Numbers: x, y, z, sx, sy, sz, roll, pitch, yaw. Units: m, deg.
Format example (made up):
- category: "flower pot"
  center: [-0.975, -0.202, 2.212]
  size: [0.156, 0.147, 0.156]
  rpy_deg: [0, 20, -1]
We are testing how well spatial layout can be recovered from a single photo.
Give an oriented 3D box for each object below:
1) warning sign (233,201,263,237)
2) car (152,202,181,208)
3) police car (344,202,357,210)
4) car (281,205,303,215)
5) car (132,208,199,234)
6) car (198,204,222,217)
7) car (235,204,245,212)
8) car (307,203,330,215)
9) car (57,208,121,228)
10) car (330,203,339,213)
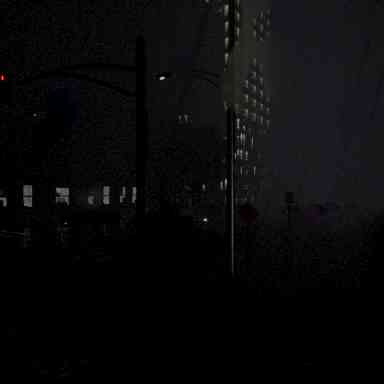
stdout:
- category: "warning sign"
  center: [3.123, 1.454, 18.543]
  size: [1.300, 1.860, 1.060]
  rpy_deg: [1, 1, 33]
- category: "car"
  center: [-2.779, 1.835, 32.877]
  size: [2.097, 1.767, 4.553]
  rpy_deg: [0, -1, 33]
- category: "police car"
  center: [31.476, 2.738, 65.848]
  size: [1.930, 1.638, 5.238]
  rpy_deg: [0, -1, 33]
- category: "car"
  center: [14.167, 2.466, 46.937]
  size: [1.895, 1.301, 4.718]
  rpy_deg: [0, -1, 33]
- category: "car"
  center: [-1.720, 1.937, 21.975]
  size: [1.895, 1.301, 4.718]
  rpy_deg: [0, -1, 32]
- category: "car"
  center: [2.079, 2.169, 40.425]
  size: [1.812, 1.442, 4.674]
  rpy_deg: [0, -1, 33]
- category: "car"
  center: [7.508, 2.386, 48.802]
  size: [1.994, 1.385, 4.181]
  rpy_deg: [0, -1, 34]
- category: "car"
  center: [16.987, 2.376, 45.226]
  size: [1.837, 1.490, 4.892]
  rpy_deg: [0, -1, 33]
- category: "car"
  center: [-7.694, 1.921, 25.234]
  size: [1.895, 1.301, 4.718]
  rpy_deg: [0, -1, 33]
- category: "car"
  center: [22.516, 2.529, 53.841]
  size: [1.882, 1.535, 5.008]
  rpy_deg: [0, -1, 33]
